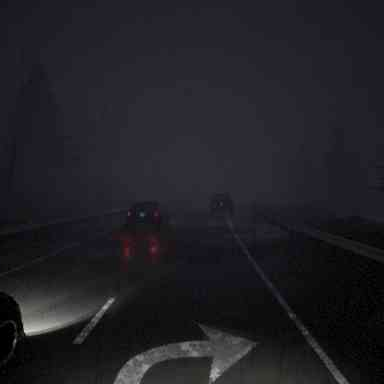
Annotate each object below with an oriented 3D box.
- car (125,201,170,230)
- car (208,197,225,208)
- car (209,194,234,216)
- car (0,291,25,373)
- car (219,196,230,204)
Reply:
[{"bbox_3d":[-2.648,1.312,20.718,2.097,1.767,4.553,0,0,4],"label":"car"},{"bbox_3d":[3.638,1.463,48.418,2.033,1.411,5.357,0,0,9],"label":"car"},{"bbox_3d":[2.831,1.170,31.694,2.150,2.045,5.566,0,0,6],"label":"car"},{"bbox_3d":[-3.334,1.555,2.949,1.994,1.385,4.181,0,0,0],"label":"car"},{"bbox_3d":[6.323,1.490,64.469,1.895,1.301,4.718,0,0,10],"label":"car"}]
